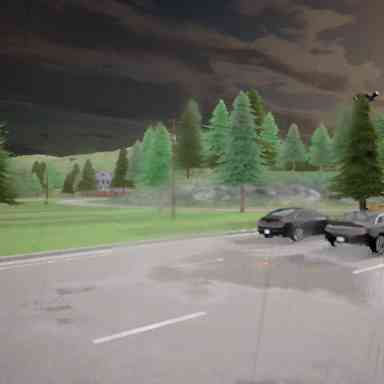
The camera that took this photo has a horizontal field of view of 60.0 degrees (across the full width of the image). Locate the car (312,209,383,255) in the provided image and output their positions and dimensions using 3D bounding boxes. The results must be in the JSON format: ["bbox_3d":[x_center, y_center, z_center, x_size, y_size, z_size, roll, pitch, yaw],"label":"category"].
[{"bbox_3d":[7.328,1.483,13.342,4.902,1.511,2.128,0,0,-35],"label":"car"}]

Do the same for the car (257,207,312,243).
[{"bbox_3d":[5.322,1.497,16.197,4.892,1.490,1.837,0,0,-35],"label":"car"}]
